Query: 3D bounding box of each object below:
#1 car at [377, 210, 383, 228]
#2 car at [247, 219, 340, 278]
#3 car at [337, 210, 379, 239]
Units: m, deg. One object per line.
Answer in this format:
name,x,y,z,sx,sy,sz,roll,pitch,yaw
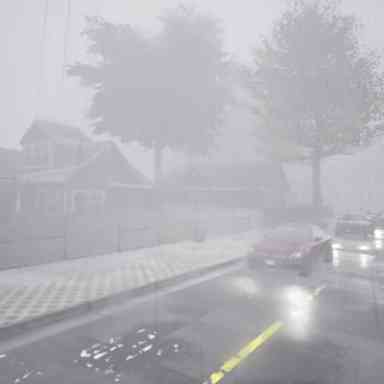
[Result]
car,17.177,2.471,31.201,2.128,1.511,4.902,0,-1,35
car,3.574,1.829,11.524,1.812,1.442,4.674,0,-1,35
car,10.913,2.153,22.165,1.882,1.535,5.008,0,-2,35
